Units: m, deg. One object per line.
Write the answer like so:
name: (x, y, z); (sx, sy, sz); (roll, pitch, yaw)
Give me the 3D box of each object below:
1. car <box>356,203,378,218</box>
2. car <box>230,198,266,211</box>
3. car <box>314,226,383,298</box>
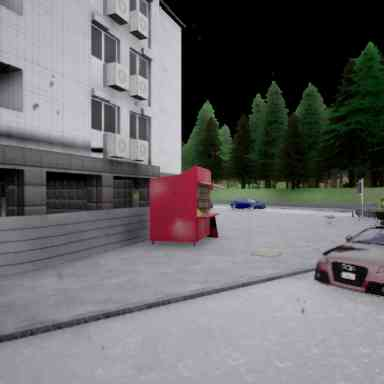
car: (16.098, 1.564, 27.856); (1.994, 1.385, 4.181); (0, 0, -37)
car: (6.840, 1.478, 40.760); (1.882, 1.535, 5.008); (0, 0, -35)
car: (4.879, 1.564, 8.095); (4.181, 1.385, 1.994); (0, 0, -36)
